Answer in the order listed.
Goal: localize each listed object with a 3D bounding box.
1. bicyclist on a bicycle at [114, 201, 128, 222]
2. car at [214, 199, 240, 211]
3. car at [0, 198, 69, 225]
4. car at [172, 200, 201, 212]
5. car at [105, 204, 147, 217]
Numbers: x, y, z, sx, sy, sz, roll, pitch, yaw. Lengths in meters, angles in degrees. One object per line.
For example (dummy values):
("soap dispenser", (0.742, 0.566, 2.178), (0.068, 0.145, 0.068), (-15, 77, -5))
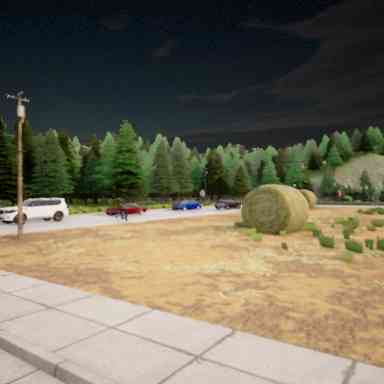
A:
("bicyclist on a bicycle", (-5.541, 1.556, 26.001), (1.656, 1.620, 0.582), (-1, -1, 37))
("car", (5.029, 1.787, 46.746), (2.128, 1.511, 4.902), (-1, 0, 37))
("car", (-13.262, 1.567, 28.151), (2.150, 2.045, 5.566), (-1, -1, 37))
("car", (-0.697, 1.817, 45.083), (1.882, 1.535, 5.008), (-1, -1, 37))
("car", (-7.182, 1.943, 36.352), (1.895, 1.301, 4.718), (-1, 0, 37))
